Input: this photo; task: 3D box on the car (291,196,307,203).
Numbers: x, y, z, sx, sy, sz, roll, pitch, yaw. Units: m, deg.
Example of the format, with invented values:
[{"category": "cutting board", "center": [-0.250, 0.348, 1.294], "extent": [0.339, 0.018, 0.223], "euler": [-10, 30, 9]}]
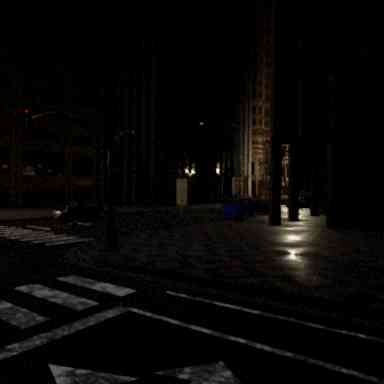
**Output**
[{"category": "car", "center": [22.800, 1.493, 70.611], "extent": [2.008, 1.369, 4.403], "euler": [1, 0, 36]}]

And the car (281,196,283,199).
[{"category": "car", "center": [13.826, 1.450, 53.442], "extent": [2.128, 1.511, 4.902], "euler": [1, 0, 36]}]

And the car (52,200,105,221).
[{"category": "car", "center": [-9.022, 1.386, 26.483], "extent": [1.967, 1.590, 4.097], "euler": [1, 1, 36]}]

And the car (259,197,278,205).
[{"category": "car", "center": [13.252, 1.508, 57.373], "extent": [1.802, 1.307, 4.206], "euler": [1, 0, 36]}]

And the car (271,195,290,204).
[{"category": "car", "center": [16.436, 1.372, 61.785], "extent": [1.967, 1.590, 4.097], "euler": [1, 0, 36]}]

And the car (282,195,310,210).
[{"category": "car", "center": [13.806, 1.467, 43.563], "extent": [1.967, 1.590, 4.097], "euler": [1, 0, 36]}]

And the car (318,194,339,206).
[{"category": "car", "center": [23.355, 1.355, 56.802], "extent": [2.192, 1.841, 5.009], "euler": [1, 0, 36]}]

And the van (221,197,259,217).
[{"category": "van", "center": [4.260, 1.383, 30.323], "extent": [1.690, 1.788, 3.998], "euler": [1, 1, 36]}]

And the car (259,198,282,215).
[{"category": "car", "center": [7.441, 1.618, 34.739], "extent": [1.802, 1.307, 4.206], "euler": [1, 1, 36]}]

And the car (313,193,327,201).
[{"category": "car", "center": [32.350, 1.274, 83.849], "extent": [2.192, 1.841, 5.009], "euler": [1, 0, 36]}]

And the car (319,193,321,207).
[{"category": "car", "center": [16.990, 1.345, 47.976], "extent": [2.192, 1.841, 5.009], "euler": [1, 0, 36]}]
